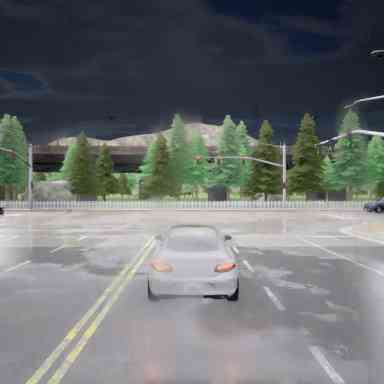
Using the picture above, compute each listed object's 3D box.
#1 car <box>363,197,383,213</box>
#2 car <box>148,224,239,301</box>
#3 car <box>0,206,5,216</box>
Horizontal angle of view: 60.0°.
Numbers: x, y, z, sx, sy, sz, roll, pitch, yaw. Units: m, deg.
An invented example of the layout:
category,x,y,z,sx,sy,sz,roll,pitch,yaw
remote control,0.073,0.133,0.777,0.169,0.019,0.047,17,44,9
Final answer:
category,x,y,z,sx,sy,sz,roll,pitch,yaw
car,20.729,1.296,35.327,4.553,1.767,2.097,0,0,0
car,0.032,1.526,8.192,1.812,1.442,4.674,0,0,0
car,-18.474,1.422,28.034,5.008,1.535,1.882,0,0,0
